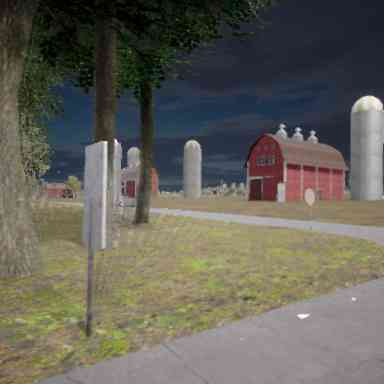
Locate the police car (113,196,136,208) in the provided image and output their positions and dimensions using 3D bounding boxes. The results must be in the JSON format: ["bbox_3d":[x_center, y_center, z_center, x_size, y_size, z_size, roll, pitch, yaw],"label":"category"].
[{"bbox_3d":[-9.237,1.379,44.354,2.038,1.542,4.974,2,-1,-35],"label":"police car"}]
